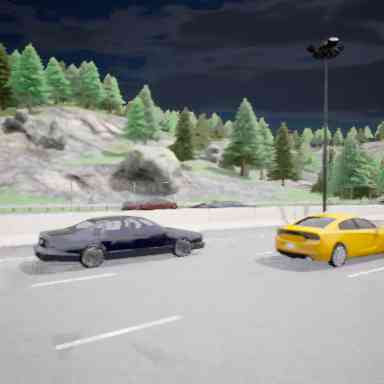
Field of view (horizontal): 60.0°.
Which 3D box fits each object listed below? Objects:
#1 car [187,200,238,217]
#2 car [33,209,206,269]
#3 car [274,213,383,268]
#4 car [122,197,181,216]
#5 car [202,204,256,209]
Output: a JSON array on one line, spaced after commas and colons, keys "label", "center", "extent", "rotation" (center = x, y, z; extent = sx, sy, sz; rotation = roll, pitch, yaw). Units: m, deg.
[{"label": "car", "center": [1.909, 1.429, 30.041], "extent": [4.181, 1.385, 1.994], "rotation": [0, 0, -30]}, {"label": "car", "center": [-2.167, 1.474, 10.843], "extent": [5.357, 1.411, 2.033], "rotation": [0, 0, -33]}, {"label": "car", "center": [5.020, 1.460, 11.273], "extent": [5.008, 1.535, 1.882], "rotation": [0, 0, -33]}, {"label": "car", "center": [-3.692, 1.294, 30.757], "extent": [5.008, 1.535, 1.882], "rotation": [0, 0, -31]}, {"label": "car", "center": [2.730, 1.437, 26.507], "extent": [5.357, 1.411, 2.033], "rotation": [0, 0, -31]}]
